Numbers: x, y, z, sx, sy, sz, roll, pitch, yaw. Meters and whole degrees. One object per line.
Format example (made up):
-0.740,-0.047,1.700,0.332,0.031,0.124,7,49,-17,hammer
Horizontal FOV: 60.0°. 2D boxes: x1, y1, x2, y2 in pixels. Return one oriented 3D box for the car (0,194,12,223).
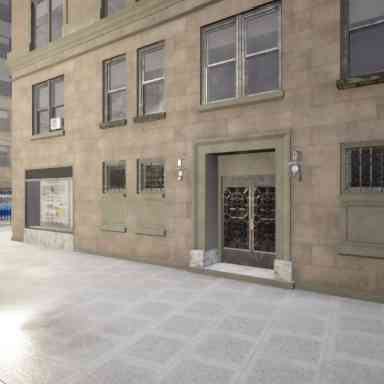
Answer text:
-12.815,1.189,21.864,2.150,2.045,5.566,0,0,34,car
